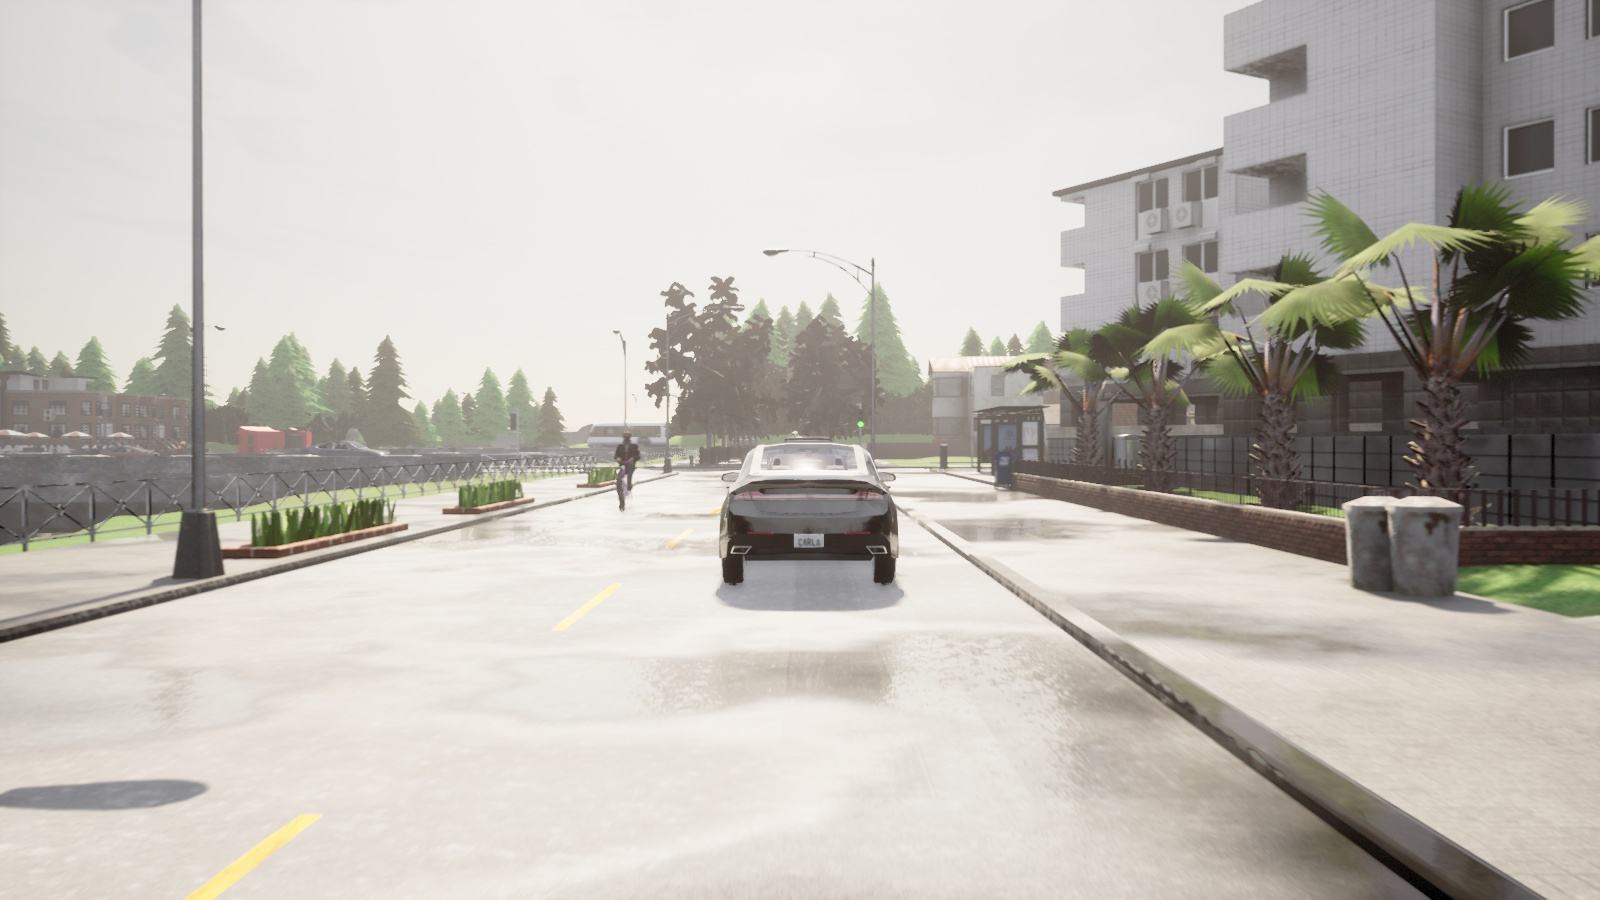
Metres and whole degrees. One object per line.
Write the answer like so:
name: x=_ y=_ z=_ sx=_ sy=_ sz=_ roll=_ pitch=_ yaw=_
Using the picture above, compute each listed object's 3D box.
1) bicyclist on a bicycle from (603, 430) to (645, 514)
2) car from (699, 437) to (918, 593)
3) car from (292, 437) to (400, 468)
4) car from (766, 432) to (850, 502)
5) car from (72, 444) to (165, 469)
bicyclist on a bicycle: x=-3.828 y=0.459 z=27.429 sx=0.659 sy=1.776 sz=1.843 roll=0 pitch=0 yaw=0
car: x=0.100 y=0.620 z=14.659 sx=2.128 sy=1.511 sz=4.902 roll=0 pitch=0 yaw=0
car: x=-24.257 y=0.127 z=67.206 sx=5.027 sy=1.651 sz=2.152 roll=0 pitch=0 yaw=0
car: x=0.210 y=0.414 z=33.874 sx=2.097 sy=1.767 sz=4.553 roll=0 pitch=0 yaw=0
car: x=-38.654 y=0.378 z=71.290 sx=4.181 sy=1.385 sz=1.994 roll=0 pitch=0 yaw=0
